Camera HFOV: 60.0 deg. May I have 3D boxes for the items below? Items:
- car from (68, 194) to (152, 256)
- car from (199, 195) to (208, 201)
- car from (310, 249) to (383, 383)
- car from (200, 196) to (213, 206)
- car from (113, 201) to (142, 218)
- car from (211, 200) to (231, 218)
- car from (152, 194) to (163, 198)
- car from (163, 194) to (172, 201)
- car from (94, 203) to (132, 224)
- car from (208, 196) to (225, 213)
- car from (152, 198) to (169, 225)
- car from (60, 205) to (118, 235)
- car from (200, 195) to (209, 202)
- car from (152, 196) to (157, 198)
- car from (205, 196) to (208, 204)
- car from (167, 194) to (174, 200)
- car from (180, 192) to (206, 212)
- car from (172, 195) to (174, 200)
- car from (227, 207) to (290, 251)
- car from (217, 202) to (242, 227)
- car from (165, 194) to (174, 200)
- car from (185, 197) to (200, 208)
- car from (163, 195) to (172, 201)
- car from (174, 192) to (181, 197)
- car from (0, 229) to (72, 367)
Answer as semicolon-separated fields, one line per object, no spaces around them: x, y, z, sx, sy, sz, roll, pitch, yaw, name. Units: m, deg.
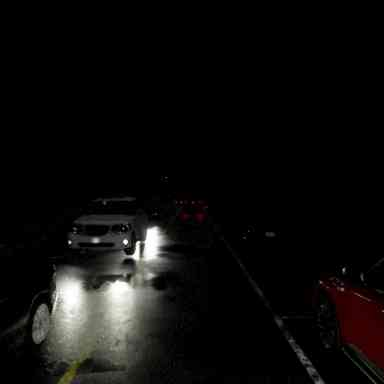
-3.101;1.195;13.417;2.150;2.045;5.566;0;0;0;car
2.748;1.429;79.339;1.947;1.339;4.313;0;0;0;car
2.762;1.310;2.948;2.192;1.841;5.009;0;0;0;car
2.345;1.403;53.604;1.837;1.490;4.892;0;0;0;car
-5.768;1.524;30.222;1.802;1.307;4.206;0;0;0;car
2.758;1.503;24.774;2.008;1.369;4.403;0;0;0;car
-5.771;1.226;46.593;2.192;1.841;5.009;0;0;0;car
-5.775;1.318;68.421;1.967;1.590;4.097;0;0;0;car
-5.767;1.534;24.765;1.802;1.307;4.206;0;0;0;car
2.757;1.382;30.230;1.967;1.590;4.097;0;0;0;car
-3.094;1.445;23.862;2.128;1.511;4.902;0;0;0;car
-5.766;1.513;19.308;2.008;1.369;4.403;0;0;0;car
2.749;1.396;74.053;1.752;1.417;4.829;0;0;0;car
-5.770;1.503;41.137;1.802;1.307;4.206;0;0;0;car
2.756;1.371;35.687;1.967;1.590;4.097;0;0;0;car
-5.779;1.375;90.080;1.752;1.417;4.829;0;0;0;car
0.093;1.150;37.137;2.150;2.045;5.566;0;0;0;car
-5.776;1.421;73.879;2.008;1.369;4.403;0;0;0;car
2.760;1.539;13.861;1.947;1.339;4.313;0;0;0;car
2.759;1.513;19.317;2.008;1.369;4.403;0;0;0;car
-5.778;1.296;84.793;1.967;1.590;4.097;0;0;0;car
0.089;1.472;48.442;1.994;1.385;4.181;0;0;0;car
-5.777;1.408;79.336;1.887;1.381;4.507;0;0;0;car
-3.014;1.254;78.393;2.033;1.411;5.357;0;0;0;car
-3.101;1.472;3.352;1.882;1.535;5.008;0;0;0;car
